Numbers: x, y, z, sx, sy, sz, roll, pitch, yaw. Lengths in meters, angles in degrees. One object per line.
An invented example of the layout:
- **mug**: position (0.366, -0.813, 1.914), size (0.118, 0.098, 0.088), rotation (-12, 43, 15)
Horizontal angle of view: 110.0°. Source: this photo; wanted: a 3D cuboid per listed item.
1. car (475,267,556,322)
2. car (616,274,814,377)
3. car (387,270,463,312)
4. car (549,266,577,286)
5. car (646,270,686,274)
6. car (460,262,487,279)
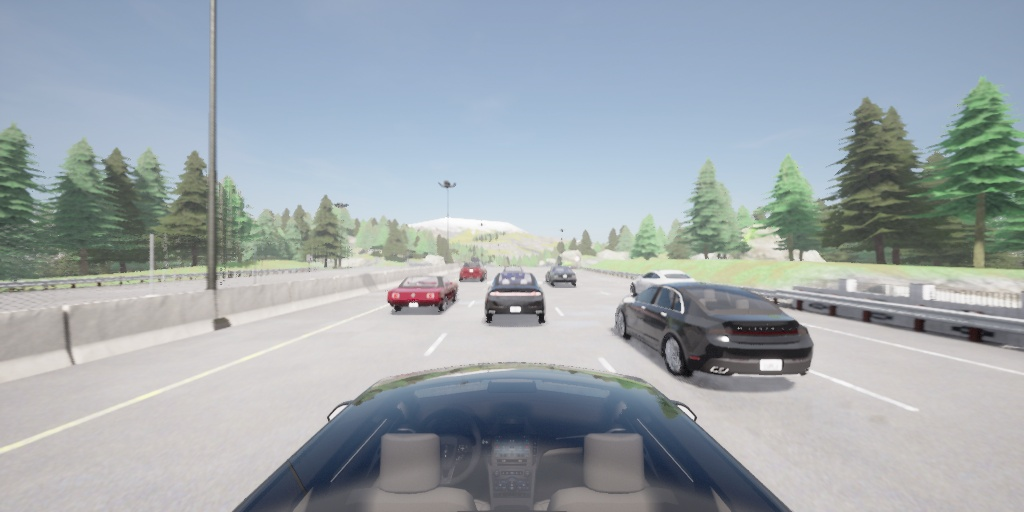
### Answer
- **car**: position (0.099, 1.300, 12.459), size (2.128, 1.511, 4.902), rotation (0, 0, 0)
- **car**: position (3.599, 1.284, 7.409), size (1.837, 1.490, 4.892), rotation (0, 0, 0)
- **car**: position (-3.400, 1.423, 14.630), size (1.895, 1.301, 4.718), rotation (0, 0, 0)
- **car**: position (3.598, 1.445, 26.892), size (2.033, 1.411, 5.357), rotation (0, 0, 0)
- **car**: position (7.086, 1.361, 16.768), size (1.812, 1.442, 4.674), rotation (0, 0, 0)
- **car**: position (-3.401, 1.282, 32.107), size (2.097, 1.767, 4.553), rotation (0, 0, 0)
